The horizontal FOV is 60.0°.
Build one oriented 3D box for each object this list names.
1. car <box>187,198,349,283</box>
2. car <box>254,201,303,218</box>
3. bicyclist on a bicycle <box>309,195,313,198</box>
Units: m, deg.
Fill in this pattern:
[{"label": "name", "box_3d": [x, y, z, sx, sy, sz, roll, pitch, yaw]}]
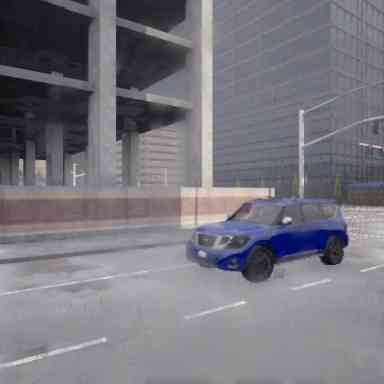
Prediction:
[{"label": "car", "box_3d": [2.506, 1.221, 10.061, 5.566, 2.045, 2.150, 0, 0, -36]}, {"label": "car", "box_3d": [8.065, 1.564, 31.493, 1.994, 1.385, 4.181, 0, 0, -36]}, {"label": "bicyclist on a bicycle", "box_3d": [16.533, 1.301, 46.187, 1.656, 1.620, 0.582, 0, 0, -36]}]
